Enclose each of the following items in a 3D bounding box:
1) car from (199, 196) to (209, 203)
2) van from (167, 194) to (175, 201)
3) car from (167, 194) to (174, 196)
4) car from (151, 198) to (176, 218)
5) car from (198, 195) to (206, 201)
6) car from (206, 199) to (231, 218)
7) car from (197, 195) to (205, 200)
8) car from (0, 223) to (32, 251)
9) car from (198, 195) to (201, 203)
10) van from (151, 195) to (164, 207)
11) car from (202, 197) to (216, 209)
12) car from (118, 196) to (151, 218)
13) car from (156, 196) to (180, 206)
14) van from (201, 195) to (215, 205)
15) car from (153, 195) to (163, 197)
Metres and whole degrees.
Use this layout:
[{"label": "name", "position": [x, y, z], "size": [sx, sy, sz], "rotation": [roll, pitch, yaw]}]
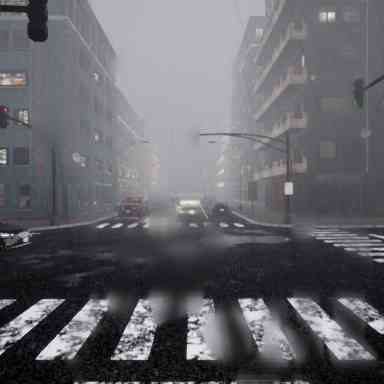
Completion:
[{"label": "car", "position": [2.504, 1.525, 69.170], "size": [2.008, 1.369, 4.403], "rotation": [0, 0, 0]}, {"label": "van", "position": [-5.391, 1.300, 85.818], "size": [1.690, 1.788, 3.998], "rotation": [0, 0, 0]}, {"label": "car", "position": [-2.880, 1.509, 53.743], "size": [1.812, 1.442, 4.674], "rotation": [0, 0, 0]}, {"label": "car", "position": [-2.877, 1.543, 30.620], "size": [2.033, 1.411, 5.357], "rotation": [0, 0, 0]}, {"label": "car", "position": [2.488, 1.504, 85.826], "size": [1.887, 1.381, 4.507], "rotation": [0, 0, 0]}, {"label": "car", "position": [2.539, 1.562, 30.306], "size": [1.947, 1.339, 4.313], "rotation": [0, 0, 0]}, {"label": "car", "position": [2.483, 1.498, 91.379], "size": [1.887, 1.381, 4.507], "rotation": [0, 0, 0]}, {"label": "car", "position": [-8.756, 1.580, 12.657], "size": [4.902, 1.511, 2.128], "rotation": [-1, 0, 0]}, {"label": "car", "position": [2.514, 1.421, 58.066], "size": [1.967, 1.590, 4.097], "rotation": [0, 0, 0]}, {"label": "van", "position": [-5.361, 1.325, 52.506], "size": [1.690, 1.788, 3.998], "rotation": [0, 0, 0]}, {"label": "car", "position": [2.529, 1.573, 41.410], "size": [1.802, 1.307, 4.206], "rotation": [0, 0, 0]}, {"label": "car", "position": [-5.341, 1.311, 30.298], "size": [2.192, 1.841, 5.009], "rotation": [0, 0, 0]}, {"label": "car", "position": [-2.886, 1.538, 41.235], "size": [2.033, 1.411, 5.357], "rotation": [0, 0, 0]}, {"label": "van", "position": [2.525, 1.329, 46.962], "size": [1.690, 1.788, 3.998], "rotation": [0, 0, 0]}, {"label": "car", "position": [-5.356, 1.532, 46.954], "size": [1.887, 1.381, 4.507], "rotation": [0, 0, 0]}]
